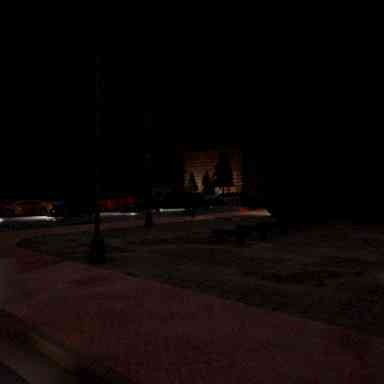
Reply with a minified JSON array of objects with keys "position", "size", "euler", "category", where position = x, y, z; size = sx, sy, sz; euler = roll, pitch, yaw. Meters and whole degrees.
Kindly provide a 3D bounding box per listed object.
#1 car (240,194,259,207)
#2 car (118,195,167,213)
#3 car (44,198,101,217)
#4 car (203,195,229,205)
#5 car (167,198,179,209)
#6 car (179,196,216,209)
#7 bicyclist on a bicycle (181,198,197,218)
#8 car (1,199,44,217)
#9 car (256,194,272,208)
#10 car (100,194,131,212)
[{"position":[9.084,1.505,49.985],"size":[1.837,1.490,4.892],"euler":[0,0,41],"category":"car"},{"position":[-5.564,1.478,38.232],"size":[1.882,1.535,5.008],"euler":[0,0,40],"category":"car"},{"position":[-11.223,1.564,31.508],"size":[1.994,1.385,4.181],"euler":[0,0,40],"category":"car"},{"position":[3.642,1.564,54.530],"size":[1.994,1.385,4.181],"euler":[0,0,41],"category":"car"},{"position":[-2.870,1.547,46.863],"size":[2.033,1.411,5.357],"euler":[0,0,40],"category":"car"},{"position":[0.836,1.601,45.816],"size":[1.895,1.301,4.718],"euler":[0,0,40],"category":"car"},{"position":[-0.259,1.301,26.703],"size":[1.656,1.620,0.582],"euler":[0,0,40],"category":"bicyclist on a bicycle"},{"position":[-15.875,1.478,31.427],"size":[1.882,1.535,5.008],"euler":[0,0,40],"category":"car"},{"position":[11.744,1.492,47.621],"size":[2.128,1.511,4.902],"euler":[0,0,40],"category":"car"},{"position":[-9.474,1.221,39.022],"size":[2.150,2.045,5.566],"euler":[0,0,41],"category":"car"}]
